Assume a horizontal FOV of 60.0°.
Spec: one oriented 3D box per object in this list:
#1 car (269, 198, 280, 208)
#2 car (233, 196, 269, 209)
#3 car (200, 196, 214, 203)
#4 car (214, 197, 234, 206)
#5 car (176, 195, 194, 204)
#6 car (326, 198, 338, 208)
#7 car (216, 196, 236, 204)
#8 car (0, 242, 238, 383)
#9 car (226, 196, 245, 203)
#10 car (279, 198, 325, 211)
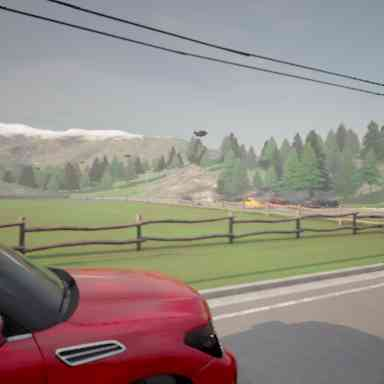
[{"bbox_3d":[13.889,1.729,54.939,1.882,1.535,5.008,1,0,-28],"label":"car"},{"bbox_3d":[8.731,1.670,49.708,1.882,1.535,5.008,1,0,-28],"label":"car"},{"bbox_3d":[3.614,1.730,74.279,1.812,1.442,4.674,1,0,-28],"label":"car"},{"bbox_3d":[6.740,1.750,61.020,2.033,1.411,5.357,1,0,-28],"label":"car"},{"bbox_3d":[-1.505,1.500,69.193,2.097,1.767,4.553,1,0,-28],"label":"car"},{"bbox_3d":[21.756,1.826,55.013,1.837,1.490,4.892,1,0,-28],"label":"car"},{"bbox_3d":[7.611,1.766,74.197,2.128,1.511,4.902,1,0,-28],"label":"car"},{"bbox_3d":[-2.350,1.206,2.390,5.566,2.045,2.150,0,0,-28],"label":"car"},{"bbox_3d":[10.001,1.747,77.172,1.882,1.535,5.008,1,0,-28],"label":"car"},{"bbox_3d":[14.906,1.785,45.479,2.033,1.411,5.357,1,0,-28],"label":"car"}]
